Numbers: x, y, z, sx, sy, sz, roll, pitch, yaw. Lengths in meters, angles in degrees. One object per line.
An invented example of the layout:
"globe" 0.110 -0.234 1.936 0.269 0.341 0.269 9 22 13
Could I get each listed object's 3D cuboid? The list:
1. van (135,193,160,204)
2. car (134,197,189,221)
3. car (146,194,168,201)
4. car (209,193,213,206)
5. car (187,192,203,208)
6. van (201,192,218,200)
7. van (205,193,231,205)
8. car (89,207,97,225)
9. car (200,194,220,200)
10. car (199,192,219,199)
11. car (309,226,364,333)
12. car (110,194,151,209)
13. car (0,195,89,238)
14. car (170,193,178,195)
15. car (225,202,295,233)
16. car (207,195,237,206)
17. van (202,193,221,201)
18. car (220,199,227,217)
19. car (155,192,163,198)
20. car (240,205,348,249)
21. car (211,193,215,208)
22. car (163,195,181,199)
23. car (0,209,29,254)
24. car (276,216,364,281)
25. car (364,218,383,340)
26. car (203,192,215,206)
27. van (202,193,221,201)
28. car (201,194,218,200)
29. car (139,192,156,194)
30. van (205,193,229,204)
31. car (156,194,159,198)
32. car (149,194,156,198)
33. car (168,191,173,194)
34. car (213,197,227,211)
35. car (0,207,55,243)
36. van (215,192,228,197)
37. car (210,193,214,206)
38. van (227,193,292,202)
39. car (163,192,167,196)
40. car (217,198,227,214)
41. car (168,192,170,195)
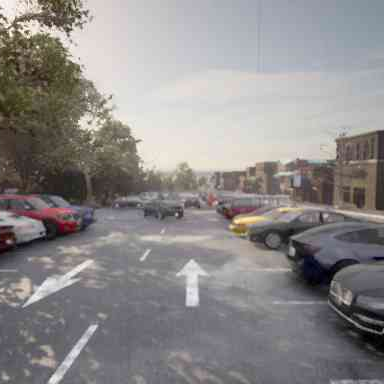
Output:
"van" -8.494 1.200 63.563 4.442 1.987 1.878 0 0 0
"car" -2.586 1.462 27.127 1.837 1.490 4.892 3 -2 -36
"car" -8.383 1.366 80.224 5.008 1.535 2.097 0 0 0
"car" 4.748 1.307 41.710 4.553 1.767 2.185 0 0 0
"car" 0.069 1.303 45.671 2.097 1.767 4.553 0 0 0
"van" 4.570 1.091 86.570 4.442 1.987 1.878 0 0 0
"van" 4.589 1.201 58.530 4.442 1.987 1.878 0 0 0
"car" -8.319 1.188 18.910 5.566 2.045 2.435 0 0 0
"car" 4.869 1.268 92.179 5.366 1.575 1.946 0 0 0
"car" 4.710 0.997 94.980 5.566 2.045 2.435 0 0 0
"car" 4.746 1.462 5.275 4.892 1.521 2.231 0 0 0
"car" -8.370 1.433 44.133 4.892 1.521 2.231 0 0 0
"car" -8.316 1.189 16.248 5.566 2.045 2.435 0 0 0
"car" -3.298 1.483 72.214 1.994 1.385 4.181 0 0 0
"car" 4.548 1.437 16.481 5.366 1.575 1.946 0 0 0
"car" 4.678 1.303 52.924 4.553 1.767 2.185 0 0 0
"van" 4.576 1.154 78.159 4.442 1.987 1.878 0 0 0
"car" 4.757 1.467 24.891 4.792 1.488 2.163 0 0 0
"car" -8.402 1.176 58.013 5.566 2.045 2.435 0 0 0
"car" 4.741 1.442 13.681 5.008 1.535 2.097 0 0 0
"car" 4.690 1.308 36.104 4.553 1.767 2.185 0 0 0
"car" -3.346 1.549 56.382 1.895 1.301 4.718 0 0 0
"car" -8.337 1.448 10.680 5.008 1.535 2.097 0 0 0
"car" 4.769 1.483 8.073 4.792 1.488 2.163 0 0 0
"car" 4.715 1.220 2.467 5.566 2.045 2.435 0 0 0
"car" 4.742 1.179 47.317 5.566 2.045 2.435 0 0 0
"van" 4.808 1.136 80.960 4.442 1.987 1.878 0 0 0
"car" 4.683 1.334 89.376 4.674 1.452 2.002 0 0 0
"car" -8.401 1.303 52.460 4.553 1.767 2.185 0 0 0
"van" 4.587 1.200 61.333 4.442 1.987 1.878 0 0 0
"car" -8.343 1.458 55.238 4.792 1.488 2.163 0 0 0
"car" -8.181 1.428 46.910 5.366 1.575 1.946 0 0 0
"car" -8.363 1.072 85.774 5.566 2.045 2.435 0 0 0
"car" 4.730 1.436 30.497 5.008 1.535 2.097 0 0 0
"car" -8.341 1.483 13.341 4.674 1.452 2.002 0 0 0
"van" 4.839 1.209 33.300 4.442 1.987 1.878 0 0 0
"car" 4.750 1.308 38.907 4.553 1.767 2.185 0 0 0
"van" 4.847 1.213 22.087 4.442 1.987 1.878 0 0 0
"car" -8.408 1.173 66.340 5.566 2.045 2.435 0 0 0
"car" 4.756 1.466 27.694 4.792 1.488 2.163 0 0 0
"car" -8.571 1.381 77.447 5.366 1.575 1.946 0 0 0
